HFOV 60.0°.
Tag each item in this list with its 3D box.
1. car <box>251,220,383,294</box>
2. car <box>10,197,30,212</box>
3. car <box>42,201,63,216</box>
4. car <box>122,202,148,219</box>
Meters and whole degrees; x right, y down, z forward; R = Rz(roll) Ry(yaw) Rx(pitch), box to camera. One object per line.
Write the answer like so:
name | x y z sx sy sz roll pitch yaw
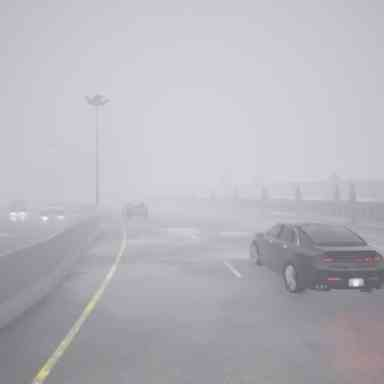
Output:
car | 2.971 1.519 8.883 1.837 1.490 4.892 0 0 -5
car | -23.104 1.829 44.122 2.128 1.511 4.902 0 0 -30
car | -14.991 1.759 35.860 1.812 1.442 4.674 0 0 -24
car | -5.307 1.627 30.707 2.128 1.511 4.902 0 0 -18
